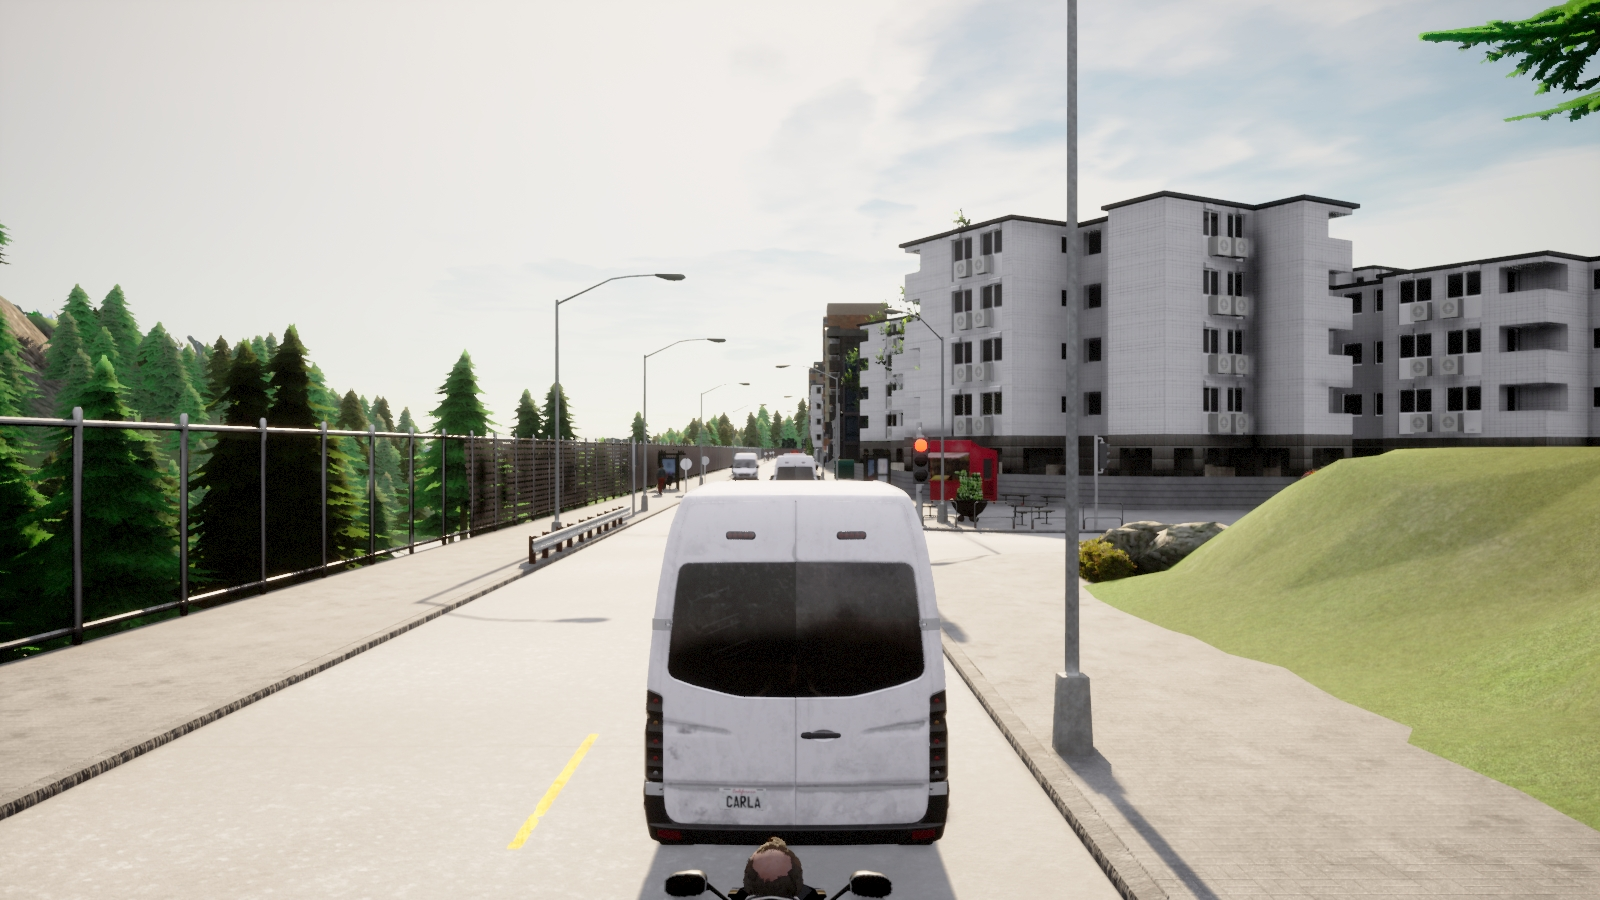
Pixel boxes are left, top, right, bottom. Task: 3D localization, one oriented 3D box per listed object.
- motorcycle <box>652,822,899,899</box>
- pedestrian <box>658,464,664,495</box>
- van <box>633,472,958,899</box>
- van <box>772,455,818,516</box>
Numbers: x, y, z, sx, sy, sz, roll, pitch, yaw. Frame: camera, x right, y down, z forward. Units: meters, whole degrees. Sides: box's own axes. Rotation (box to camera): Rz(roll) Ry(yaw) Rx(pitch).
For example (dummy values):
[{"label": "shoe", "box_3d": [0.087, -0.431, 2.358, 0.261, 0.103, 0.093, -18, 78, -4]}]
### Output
[{"label": "motorcycle", "box_3d": [-0.090, 2.205, 3.746, 0.867, 1.251, 2.209, 0, 0, 1]}, {"label": "pedestrian", "box_3d": [-8.277, 1.744, 68.024, 0.375, 1.860, 0.375, 0, 0, -6]}, {"label": "van", "box_3d": [-0.034, 1.534, 9.946, 1.988, 2.561, 5.915, 0, 0, 0]}, {"label": "van", "box_3d": [-0.223, 1.534, 51.634, 1.988, 2.561, 5.915, 0, 0, 0]}]
